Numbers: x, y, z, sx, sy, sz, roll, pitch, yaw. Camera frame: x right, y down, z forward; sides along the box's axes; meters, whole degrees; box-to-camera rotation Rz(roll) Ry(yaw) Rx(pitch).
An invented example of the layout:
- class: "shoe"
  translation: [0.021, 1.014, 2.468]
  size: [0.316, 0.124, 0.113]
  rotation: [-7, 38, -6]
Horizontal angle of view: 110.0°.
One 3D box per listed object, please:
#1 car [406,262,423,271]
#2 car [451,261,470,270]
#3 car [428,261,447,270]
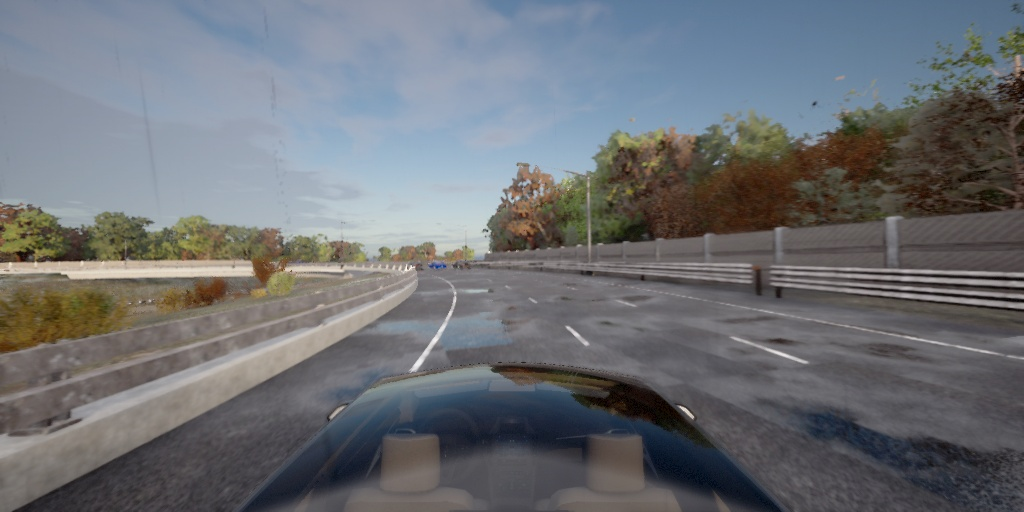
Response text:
- class: "car"
  translation: [-16.035, 1.671, 58.758]
  size: [1.837, 1.490, 4.892]
  rotation: [-1, 0, -31]
- class: "car"
  translation: [-8.644, 1.529, 60.015]
  size: [1.837, 1.490, 4.892]
  rotation: [-1, 0, -31]
- class: "car"
  translation: [-12.466, 1.575, 59.600]
  size: [1.882, 1.535, 5.008]
  rotation: [-1, 0, -31]
